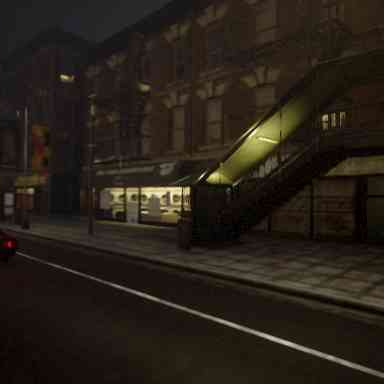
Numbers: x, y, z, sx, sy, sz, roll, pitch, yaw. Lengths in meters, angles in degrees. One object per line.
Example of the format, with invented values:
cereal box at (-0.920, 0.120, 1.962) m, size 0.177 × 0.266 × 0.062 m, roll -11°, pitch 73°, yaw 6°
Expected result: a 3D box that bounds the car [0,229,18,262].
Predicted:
car at (-7.844, 1.682, 11.570) m, size 4.718 × 1.301 × 1.895 m, roll 0°, pitch -1°, yaw 44°
